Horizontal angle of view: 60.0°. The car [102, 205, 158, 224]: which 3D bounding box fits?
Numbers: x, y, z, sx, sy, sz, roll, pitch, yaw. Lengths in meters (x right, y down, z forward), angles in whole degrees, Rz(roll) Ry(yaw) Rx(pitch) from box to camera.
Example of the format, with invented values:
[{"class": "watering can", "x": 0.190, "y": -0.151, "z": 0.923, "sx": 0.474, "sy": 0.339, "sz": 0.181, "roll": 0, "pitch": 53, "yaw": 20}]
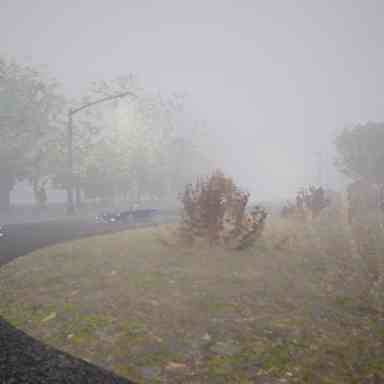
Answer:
[{"class": "car", "x": -4.650, "y": 1.651, "z": 25.762, "sx": 1.895, "sy": 1.301, "sz": 4.718, "roll": 0, "pitch": 0, "yaw": 28}]
